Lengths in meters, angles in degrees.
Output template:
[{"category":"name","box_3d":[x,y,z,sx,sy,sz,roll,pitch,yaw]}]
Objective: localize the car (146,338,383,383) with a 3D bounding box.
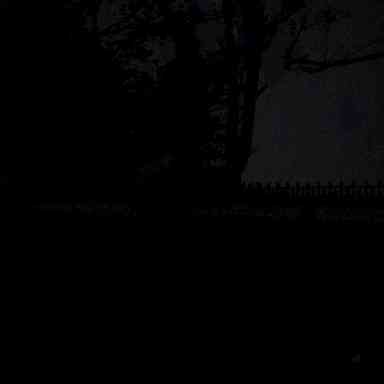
[{"category":"car","box_3d":[1.482,1.548,1.665,4.403,1.369,2.008,-1,0,36]}]
